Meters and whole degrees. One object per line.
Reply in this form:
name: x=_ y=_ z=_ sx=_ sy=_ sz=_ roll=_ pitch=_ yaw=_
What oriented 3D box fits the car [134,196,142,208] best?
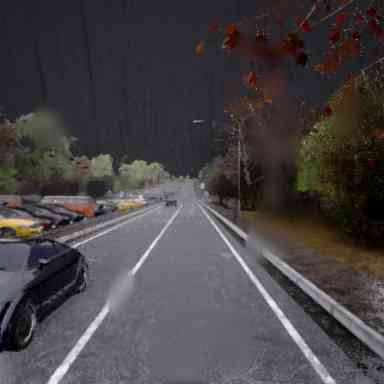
car: x=-10.153 y=1.679 z=46.736 sx=5.366 sy=1.575 sz=1.946 roll=0 pitch=-1 yaw=0

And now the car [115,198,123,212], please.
car: x=-10.322 y=1.578 z=35.643 sx=4.892 sy=1.521 sz=2.231 roll=0 pitch=-1 yaw=0

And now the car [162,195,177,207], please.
car: x=-3.528 y=1.766 z=57.158 sx=2.033 sy=1.411 sz=5.357 roll=0 pitch=0 yaw=0

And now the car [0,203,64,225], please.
car: x=-10.284 y=1.556 z=18.985 sx=4.792 sy=1.488 sz=2.163 roll=0 pitch=0 yaw=0

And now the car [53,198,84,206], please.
car: x=-23.429 y=1.866 z=63.251 sx=5.008 sy=1.535 sz=2.097 roll=0 pitch=-1 yaw=0

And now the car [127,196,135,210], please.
car: x=-10.148 y=1.617 z=41.063 sx=5.366 sy=1.575 sz=1.946 roll=0 pitch=-1 yaw=0

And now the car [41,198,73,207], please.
car: x=-23.399 y=1.835 z=57.834 sx=4.792 sy=1.488 sz=2.163 roll=0 pitch=-1 yaw=0

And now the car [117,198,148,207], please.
car: x=-10.354 y=1.806 z=57.840 sx=5.008 sy=1.535 sz=2.097 roll=0 pitch=-1 yaw=0

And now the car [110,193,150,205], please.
car: x=-10.375 y=1.524 z=55.067 sx=5.566 sy=2.045 sz=2.435 roll=0 pitch=-1 yaw=0

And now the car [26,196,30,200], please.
car: x=-23.388 y=1.680 z=43.986 sx=4.792 sy=1.488 sz=2.163 roll=0 pitch=-1 yaw=0

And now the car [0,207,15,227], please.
car: x=-10.315 y=1.513 z=13.433 sx=4.892 sy=1.521 sz=2.231 roll=0 pitch=0 yaw=0

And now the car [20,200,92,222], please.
car: x=-10.289 y=1.570 z=24.537 sx=4.792 sy=1.488 sz=2.163 roll=0 pitch=0 yaw=0

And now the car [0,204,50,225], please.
car: x=-10.125 y=1.516 z=16.209 sx=5.366 sy=1.575 sz=1.946 roll=0 pitch=0 yaw=0

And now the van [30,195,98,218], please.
van: x=-10.438 y=1.321 z=27.314 sx=4.442 sy=1.987 sz=1.878 roll=0 pitch=0 yaw=0

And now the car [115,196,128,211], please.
car: x=-10.516 y=1.593 z=38.410 sx=5.366 sy=1.575 sz=1.946 roll=0 pitch=-1 yaw=0

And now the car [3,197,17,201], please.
car: x=-23.440 y=1.624 z=38.321 sx=4.792 sy=1.488 sz=2.163 roll=0 pitch=-1 yaw=0

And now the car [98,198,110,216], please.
car: x=-10.353 y=1.584 z=30.090 sx=4.792 sy=1.488 sz=2.163 roll=0 pitch=0 yaw=0

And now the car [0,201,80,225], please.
car: x=-10.287 y=1.563 z=21.761 sx=4.792 sy=1.488 sz=2.163 roll=0 pitch=0 yaw=0

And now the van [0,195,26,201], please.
van: x=-23.530 y=1.394 z=41.094 sx=4.442 sy=1.987 sz=1.878 roll=0 pitch=-1 yaw=0

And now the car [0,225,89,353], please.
car: x=-3.364 y=1.559 z=6.026 sx=1.994 sy=1.385 sz=4.181 roll=0 pitch=0 yaw=0

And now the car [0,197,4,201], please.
car: x=-23.437 y=1.606 z=35.682 sx=4.792 sy=1.488 sz=2.163 roll=0 pitch=0 yaw=0

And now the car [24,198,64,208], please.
car: x=-23.238 y=1.740 z=52.295 sx=5.366 sy=1.575 sz=1.946 roll=0 pitch=-1 yaw=0

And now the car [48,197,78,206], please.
car: x=-23.462 y=1.710 z=60.481 sx=4.553 sy=1.767 sz=2.185 roll=0 pitch=-1 yaw=0

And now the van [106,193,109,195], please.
van: x=-23.596 y=1.161 z=90.348 sx=4.442 sy=1.987 sz=1.878 roll=1 pitch=0 yaw=0

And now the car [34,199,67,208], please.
car: x=-23.423 y=1.814 z=55.064 sx=4.674 sy=1.452 sz=2.002 roll=0 pitch=-1 yaw=0

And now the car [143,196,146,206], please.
car: x=-10.529 y=1.741 z=52.288 sx=5.366 sy=1.575 sz=1.946 roll=0 pitch=-1 yaw=0

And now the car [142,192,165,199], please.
car: x=-10.613 y=1.416 z=90.432 sx=4.792 sy=1.488 sz=2.163 roll=0 pitch=0 yaw=0

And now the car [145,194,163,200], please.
car: x=-10.672 y=1.427 z=93.215 sx=4.792 sy=1.488 sz=2.163 roll=0 pitch=0 yaw=0

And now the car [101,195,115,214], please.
car: x=-10.357 y=1.438 z=32.864 sx=4.553 sy=1.767 sz=2.185 roll=0 pitch=0 yaw=0
